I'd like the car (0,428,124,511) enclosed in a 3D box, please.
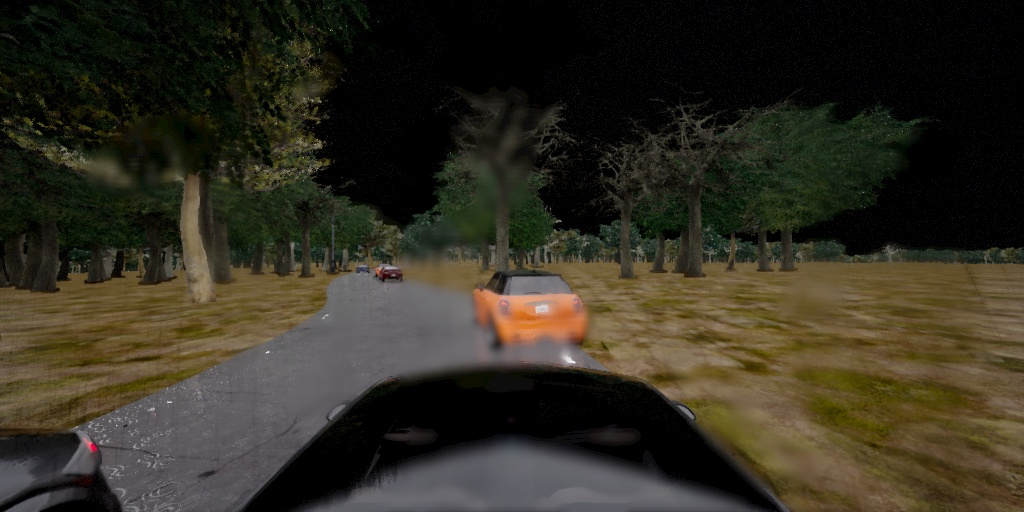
[{"bbox_3d":[-3.275,1.314,0.320,1.994,1.385,4.181,0,0,-1],"label":"car"}]

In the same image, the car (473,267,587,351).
[{"bbox_3d":[0.205,1.130,9.414,2.097,1.767,4.553,0,0,-12],"label":"car"}]

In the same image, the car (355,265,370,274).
[{"bbox_3d":[-23.486,2.063,56.525,2.033,1.411,5.357,0,-1,-18],"label":"car"}]

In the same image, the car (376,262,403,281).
[{"bbox_3d":[-11.946,1.644,35.305,1.882,1.535,5.008,0,-1,-25],"label":"car"}]
